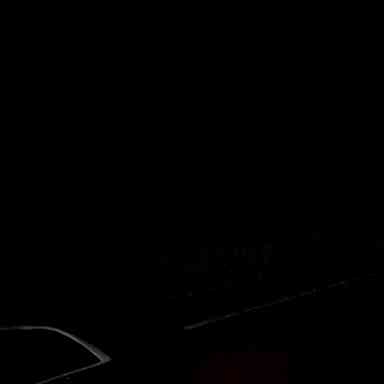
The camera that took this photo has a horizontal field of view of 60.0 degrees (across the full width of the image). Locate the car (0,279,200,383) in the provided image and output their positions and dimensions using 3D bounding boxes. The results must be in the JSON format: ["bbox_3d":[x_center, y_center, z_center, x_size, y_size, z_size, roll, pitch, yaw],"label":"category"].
[{"bbox_3d":[-2.210,1.504,2.108,4.892,1.490,1.837,0,0,-36],"label":"car"}]
